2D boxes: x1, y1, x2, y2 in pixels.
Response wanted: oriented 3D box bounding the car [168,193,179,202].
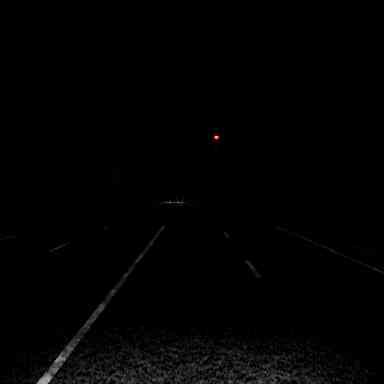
[{"bbox_3d":[-3.514,1.021,64.786,1.882,1.535,5.008,0,1,-1],"label":"car"}]
